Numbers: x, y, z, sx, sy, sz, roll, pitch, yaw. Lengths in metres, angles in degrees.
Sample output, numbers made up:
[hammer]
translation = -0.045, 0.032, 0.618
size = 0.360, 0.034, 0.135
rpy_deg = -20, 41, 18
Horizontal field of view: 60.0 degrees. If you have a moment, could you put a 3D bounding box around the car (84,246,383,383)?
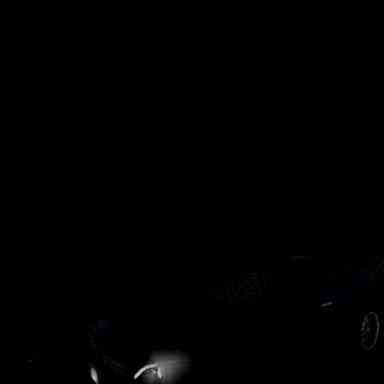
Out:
[car]
translation = 0.935, 1.554, 4.643
size = 4.674, 1.442, 1.812
rpy_deg = 1, 0, -36
